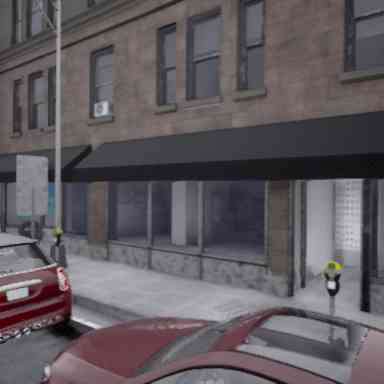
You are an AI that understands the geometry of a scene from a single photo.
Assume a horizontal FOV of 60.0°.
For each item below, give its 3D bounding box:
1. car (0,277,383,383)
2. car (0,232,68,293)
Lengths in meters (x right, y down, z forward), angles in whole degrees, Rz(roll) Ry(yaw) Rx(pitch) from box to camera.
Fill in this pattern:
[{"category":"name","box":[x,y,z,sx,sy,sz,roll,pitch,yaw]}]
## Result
[{"category":"car","box":[0.576,1.574,2.398,4.206,1.307,1.802,1,0,35]},{"category":"car","box":[-3.915,1.376,5.602,4.097,1.590,1.967,1,0,35]}]
